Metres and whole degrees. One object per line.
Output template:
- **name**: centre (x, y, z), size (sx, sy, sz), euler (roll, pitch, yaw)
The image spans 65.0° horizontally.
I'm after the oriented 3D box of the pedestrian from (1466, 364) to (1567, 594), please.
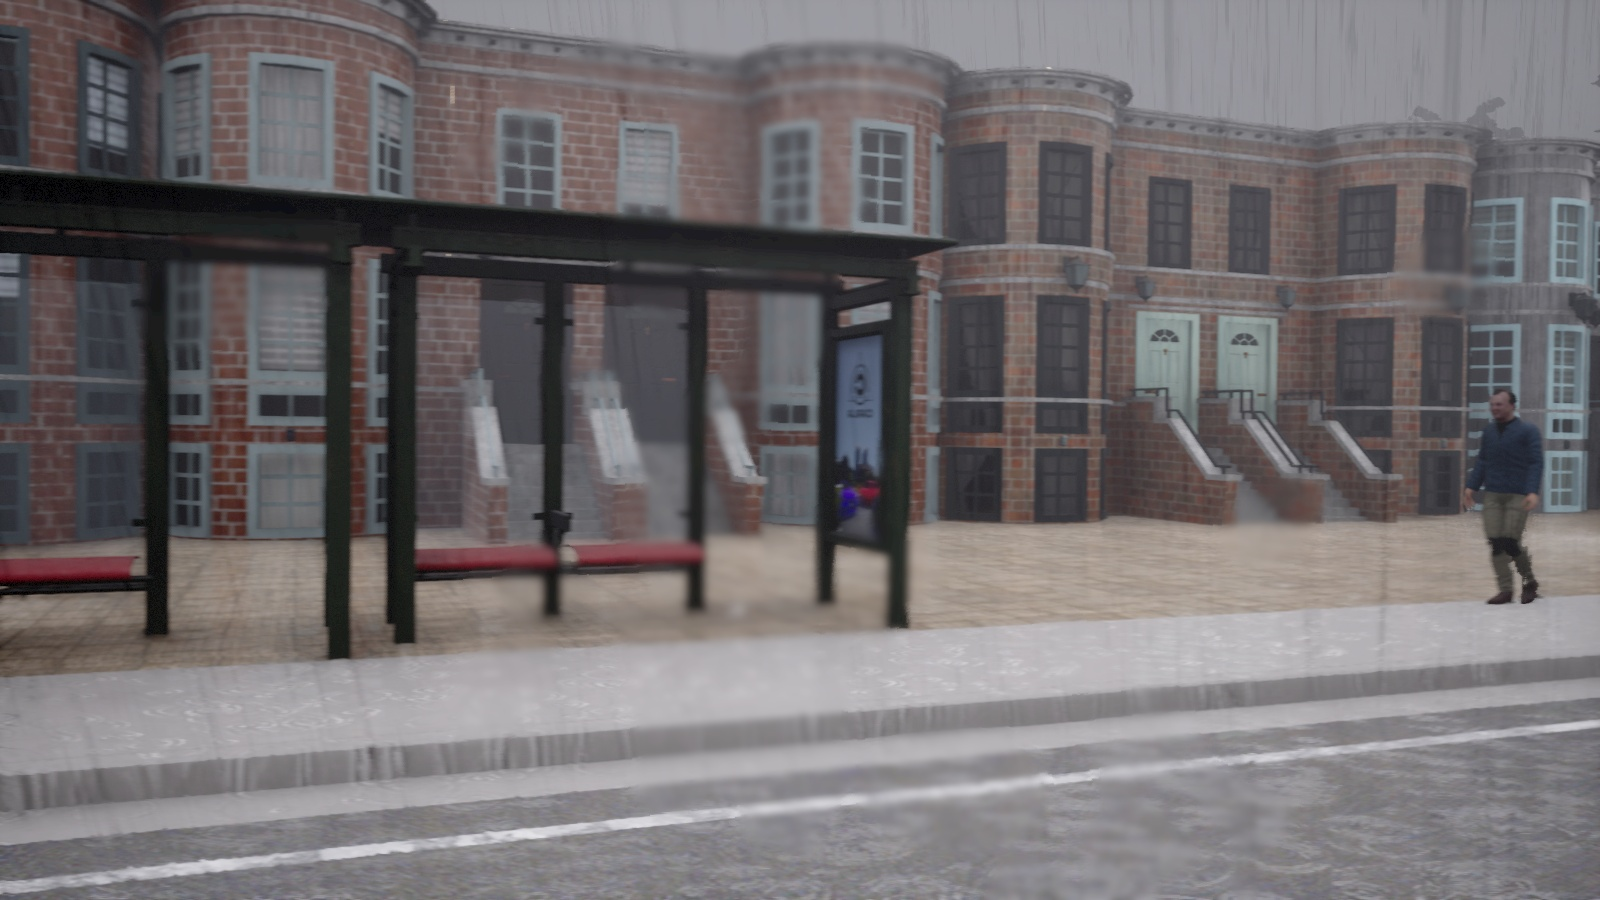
- **pedestrian**: centre (5.955, 0.226, 10.436), size (0.726, 1.842, 0.402), euler (-1, 1, -28)
